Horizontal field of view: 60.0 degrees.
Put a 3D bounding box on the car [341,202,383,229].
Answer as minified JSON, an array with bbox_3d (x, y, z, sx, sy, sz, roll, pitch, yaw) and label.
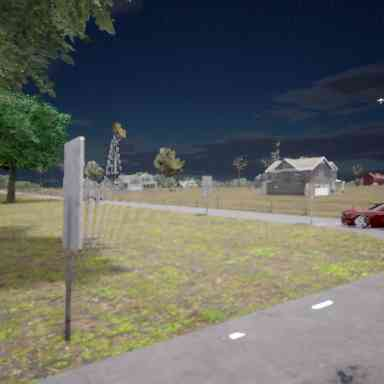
[{"bbox_3d":[10.459,1.199,17.174,5.008,1.535,1.882,1,2,21],"label":"car"}]

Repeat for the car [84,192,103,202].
[{"bbox_3d":[-15.848,0.736,53.157,1.837,1.490,4.892,1,0,-36],"label":"car"}]
